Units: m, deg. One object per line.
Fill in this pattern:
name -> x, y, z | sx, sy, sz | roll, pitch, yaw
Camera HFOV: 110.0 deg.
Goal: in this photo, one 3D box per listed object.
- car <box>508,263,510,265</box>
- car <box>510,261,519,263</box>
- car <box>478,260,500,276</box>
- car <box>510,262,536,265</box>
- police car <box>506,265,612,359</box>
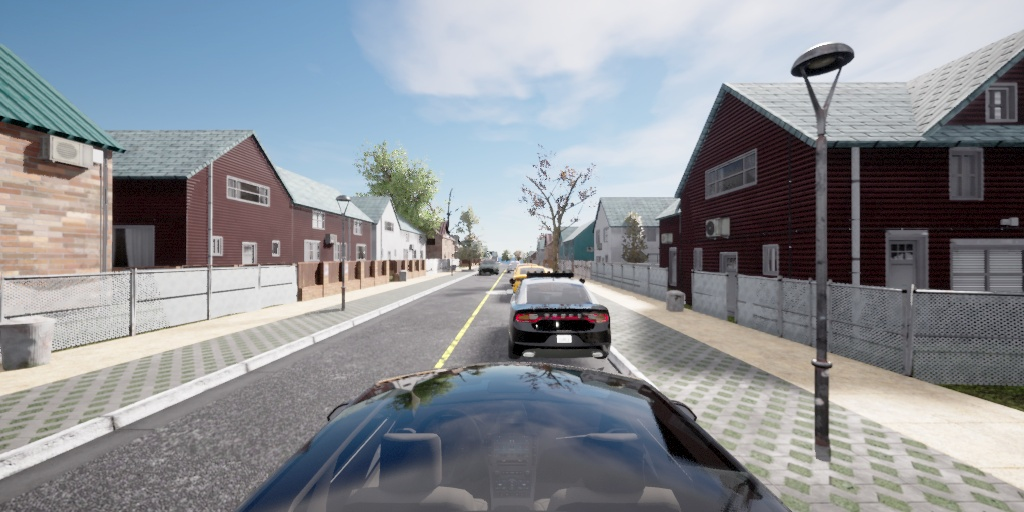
car -> 0.397, 1.382, 45.710 | 1.812, 1.442, 4.674 | 0, 0, 1
car -> 1.018, 1.250, 24.436 | 1.882, 1.535, 5.008 | 0, 0, 0
car -> -2.445, 1.171, 38.445 | 2.097, 1.767, 4.553 | 0, 0, 0
car -> 0.969, 1.237, 18.435 | 1.882, 1.535, 5.008 | 0, 0, 0
police car -> 0.889, 1.176, 8.545 | 1.930, 1.638, 5.238 | 0, 0, 0
